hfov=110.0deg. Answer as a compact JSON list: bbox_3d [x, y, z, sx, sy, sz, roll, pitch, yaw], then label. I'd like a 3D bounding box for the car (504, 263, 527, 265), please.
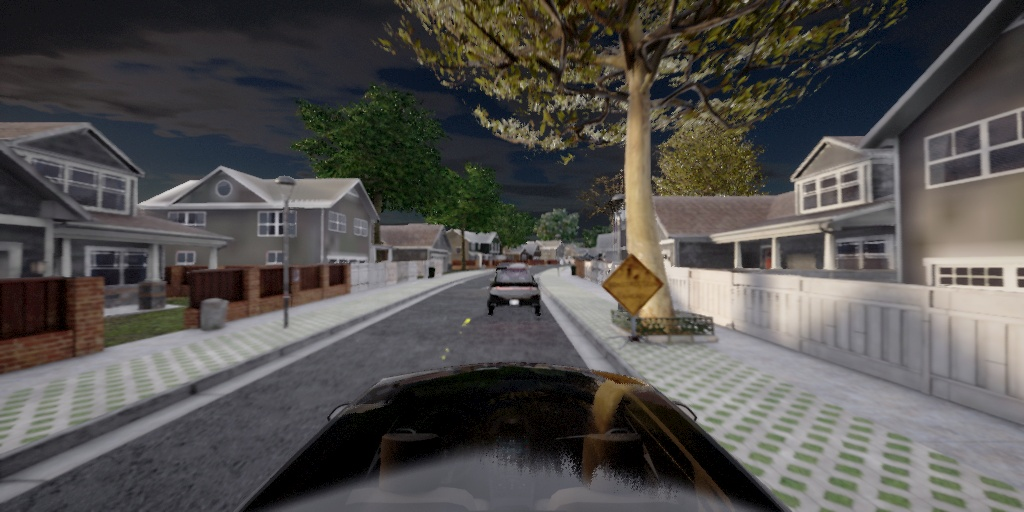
[{"bbox_3d":[0.566,1.296,30.694,1.882,1.535,5.008,0,0,4],"label":"car"}]

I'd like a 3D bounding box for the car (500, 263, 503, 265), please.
[{"bbox_3d":[-0.818,1.485,45.015,1.895,1.301,4.718,0,0,9],"label":"car"}]

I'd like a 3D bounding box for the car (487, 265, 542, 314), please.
[{"bbox_3d":[0.083,1.259,13.774,2.128,1.511,4.902,0,0,0],"label":"car"}]

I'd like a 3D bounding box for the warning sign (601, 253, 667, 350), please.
[{"bbox_3d":[2.516,0.871,7.394,1.300,1.860,1.060,0,0,0],"label":"warning sign"}]
